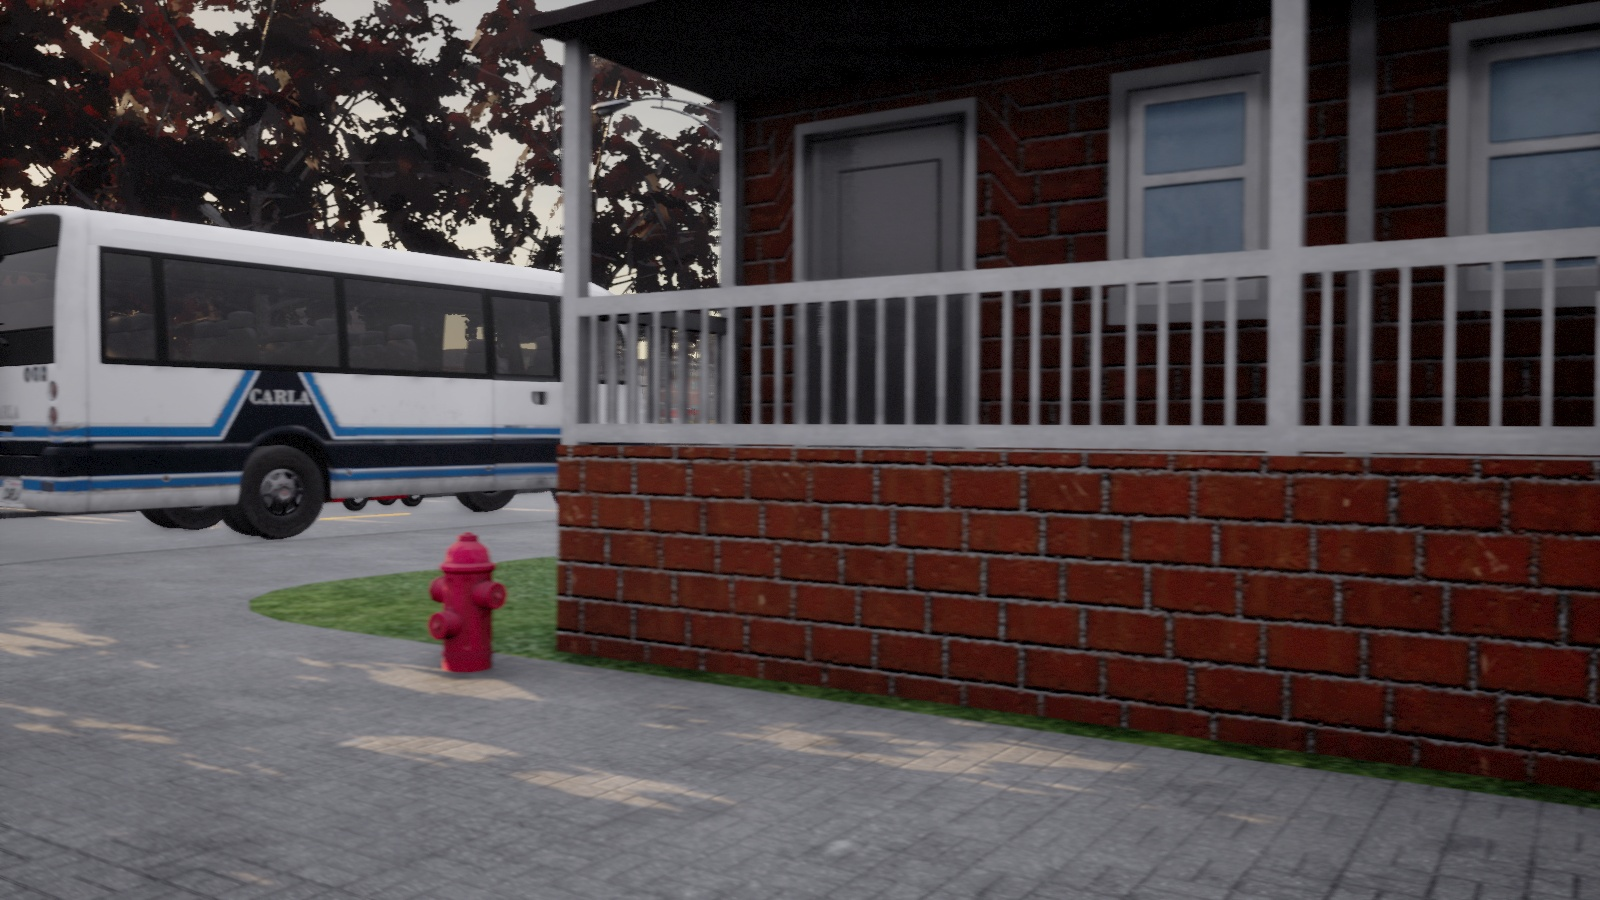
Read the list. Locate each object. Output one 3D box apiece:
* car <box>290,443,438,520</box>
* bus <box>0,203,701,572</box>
[{"bbox_3d":[-8.259,0.565,23.881,1.481,1.376,2.207,0,1,32],"label":"car"},{"bbox_3d":[-6.485,-0.832,19.776,3.944,4.253,10.273,0,1,37],"label":"bus"}]
